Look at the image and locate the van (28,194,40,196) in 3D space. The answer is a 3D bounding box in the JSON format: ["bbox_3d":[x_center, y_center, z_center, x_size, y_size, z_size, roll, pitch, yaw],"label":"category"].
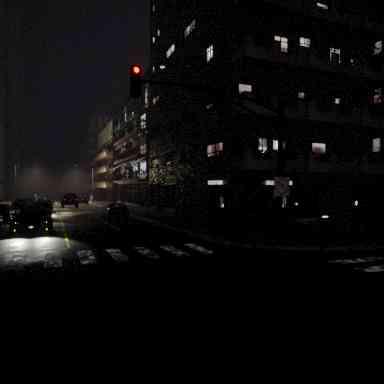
[{"bbox_3d":[-29.316,1.308,60.725,1.690,1.788,3.998,-1,0,-23],"label":"van"}]

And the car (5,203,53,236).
[{"bbox_3d":[-8.722,1.553,18.273,1.994,1.385,4.181,0,0,-23],"label":"car"}]

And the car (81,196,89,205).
[{"bbox_3d":[-19.401,1.407,58.744,1.967,1.590,4.097,-1,0,-23],"label":"car"}]

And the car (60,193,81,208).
[{"bbox_3d":[-17.466,1.194,47.438,2.150,2.045,5.566,0,0,-22],"label":"car"}]

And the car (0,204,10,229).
[{"bbox_3d":[-11.789,1.514,18.837,1.752,1.417,4.829,-1,0,-23],"label":"car"}]

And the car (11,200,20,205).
[{"bbox_3d":[-14.037,1.552,24.211,1.947,1.339,4.313,-1,0,-23],"label":"car"}]

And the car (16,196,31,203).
[{"bbox_3d":[-20.583,1.522,39.860,1.887,1.381,4.507,-1,0,-23],"label":"car"}]

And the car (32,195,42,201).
[{"bbox_3d":[-38.042,1.508,81.592,2.008,1.369,4.403,-1,0,-23],"label":"car"}]

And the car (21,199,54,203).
[{"bbox_3d":[-12.313,1.531,26.931,2.033,1.411,5.357,0,0,-22],"label":"car"}]

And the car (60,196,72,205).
[{"bbox_3d":[-22.423,1.492,59.294,1.812,1.442,4.674,0,0,-23],"label":"car"}]

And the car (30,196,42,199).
[{"bbox_3d":[-16.168,1.470,36.310,2.128,1.511,4.902,0,0,-23],"label":"car"}]

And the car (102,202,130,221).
[{"bbox_3d":[-6.306,1.534,27.445,2.008,1.369,4.403,-1,0,-23],"label":"car"}]

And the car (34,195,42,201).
[{"bbox_3d":[-40.224,1.537,86.809,1.802,1.307,4.206,-1,0,-23],"label":"car"}]
